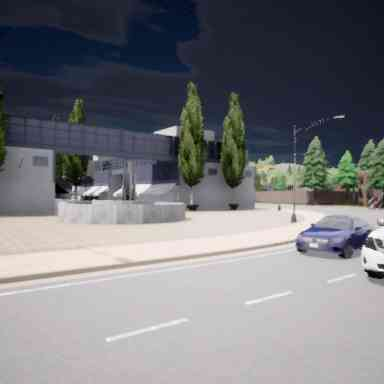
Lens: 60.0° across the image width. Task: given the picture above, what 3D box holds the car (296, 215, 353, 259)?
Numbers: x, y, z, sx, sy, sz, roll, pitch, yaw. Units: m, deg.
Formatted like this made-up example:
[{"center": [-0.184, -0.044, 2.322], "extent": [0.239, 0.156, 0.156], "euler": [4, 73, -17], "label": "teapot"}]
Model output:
[{"center": [5.988, 1.680, 13.474], "extent": [4.674, 1.442, 1.812], "euler": [1, -1, -45], "label": "car"}]

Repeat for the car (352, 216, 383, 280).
[{"center": [6.920, 1.359, 9.579], "extent": [5.566, 2.045, 2.150], "euler": [1, -1, -43], "label": "car"}]
